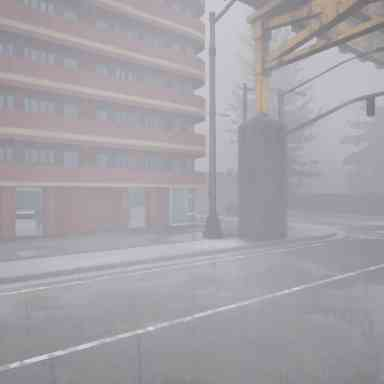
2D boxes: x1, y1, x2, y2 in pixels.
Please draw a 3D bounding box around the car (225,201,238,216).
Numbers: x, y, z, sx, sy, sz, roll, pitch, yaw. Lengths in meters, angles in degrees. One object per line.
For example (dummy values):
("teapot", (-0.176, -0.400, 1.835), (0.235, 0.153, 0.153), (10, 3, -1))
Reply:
("car", (4.936, 1.547, 30.432), (1.812, 1.442, 4.674), (0, 0, -36))
